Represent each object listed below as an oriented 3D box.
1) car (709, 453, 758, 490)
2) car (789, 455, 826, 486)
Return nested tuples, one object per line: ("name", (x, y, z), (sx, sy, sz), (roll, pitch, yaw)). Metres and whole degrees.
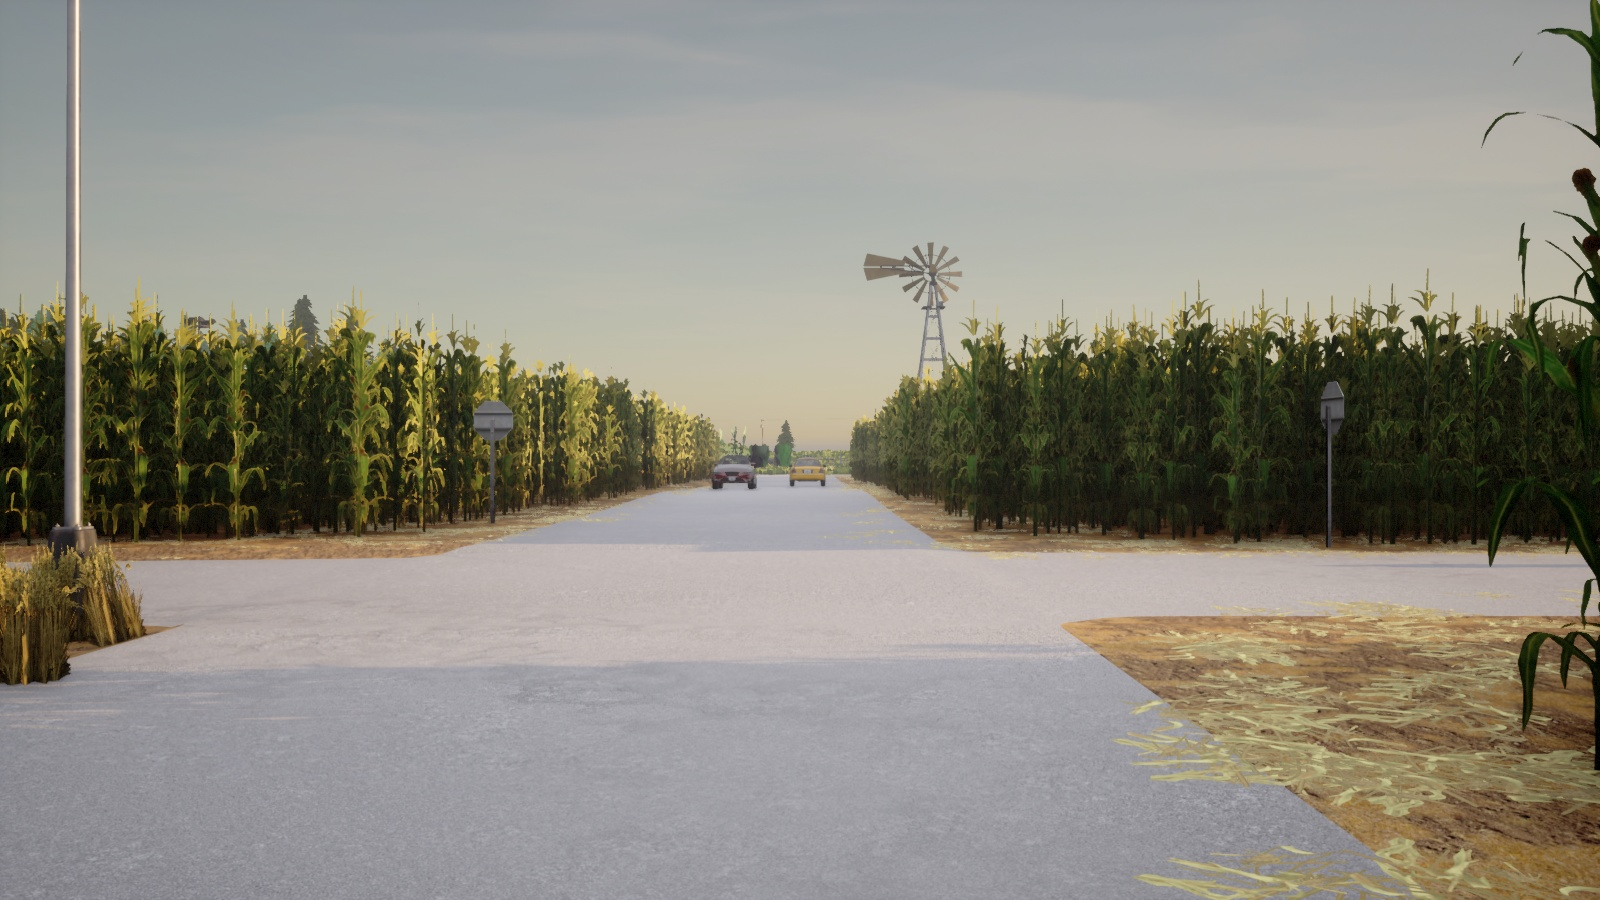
("car", (-2.778, 0.926, 53.315), (1.816, 1.474, 4.193), (0, -1, 0))
("car", (0.389, 1.048, 64.869), (1.801, 1.575, 5.366), (0, -1, 0))
